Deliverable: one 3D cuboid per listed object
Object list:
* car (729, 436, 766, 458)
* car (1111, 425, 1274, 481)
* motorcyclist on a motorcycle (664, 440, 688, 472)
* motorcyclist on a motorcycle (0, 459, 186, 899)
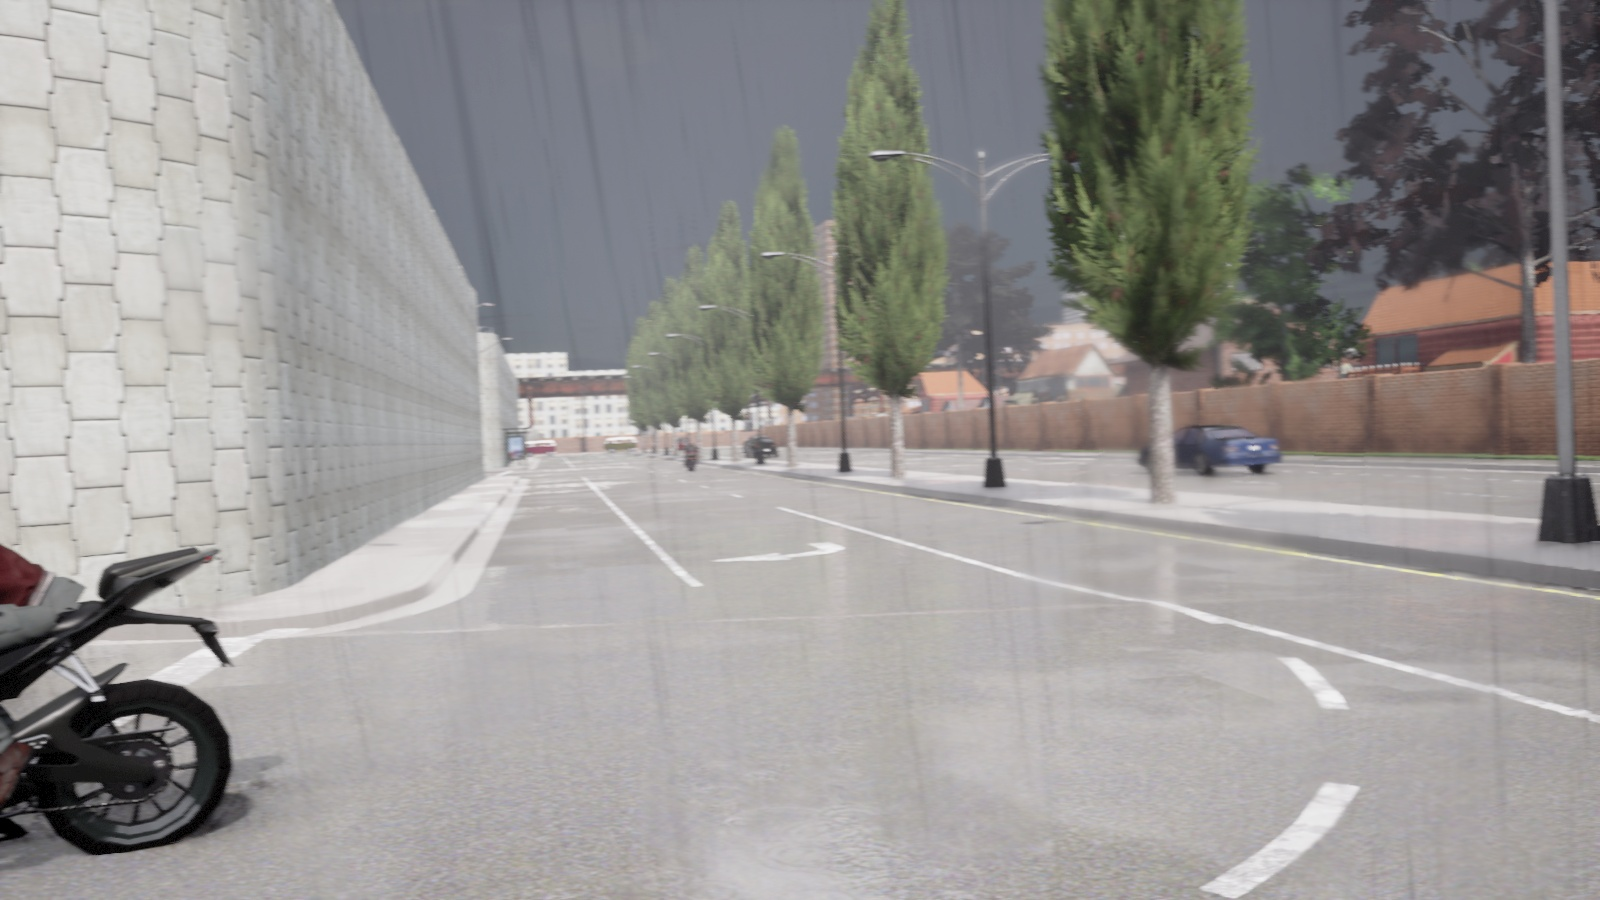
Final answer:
[{"bbox_3d":[-3.763,-0.217,89.231,1.812,1.442,4.674,-2,1,-12],"label":"car"},{"bbox_3d":[11.069,0.063,35.911,2.033,1.411,5.357,-2,1,-12],"label":"car"},{"bbox_3d":[-6.079,0.288,61.502,0.866,1.530,2.191,-2,1,-12],"label":"motorcyclist on a motorcycle"},{"bbox_3d":[-3.455,0.835,4.434,2.191,1.530,0.866,-1,-1,-33],"label":"motorcyclist on a motorcycle"}]
